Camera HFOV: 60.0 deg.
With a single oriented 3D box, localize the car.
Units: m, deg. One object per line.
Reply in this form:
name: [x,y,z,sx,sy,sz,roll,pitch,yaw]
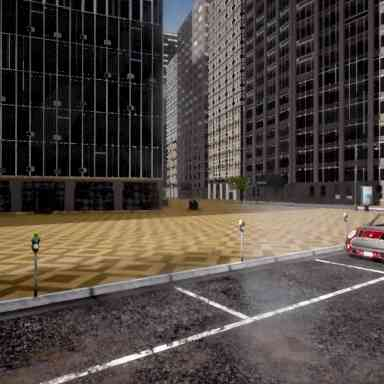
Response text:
car: [7.204,1.439,11.690,4.097,1.590,1.967,0,0,-35]
